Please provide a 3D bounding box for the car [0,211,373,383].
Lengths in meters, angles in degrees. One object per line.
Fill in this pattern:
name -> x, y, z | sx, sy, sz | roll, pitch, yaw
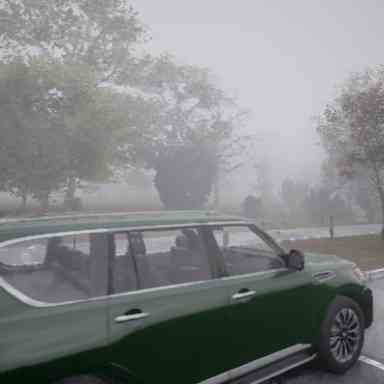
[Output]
car -> -0.174, 1.226, 3.940 | 5.566, 2.045, 2.435 | 0, -2, -35
